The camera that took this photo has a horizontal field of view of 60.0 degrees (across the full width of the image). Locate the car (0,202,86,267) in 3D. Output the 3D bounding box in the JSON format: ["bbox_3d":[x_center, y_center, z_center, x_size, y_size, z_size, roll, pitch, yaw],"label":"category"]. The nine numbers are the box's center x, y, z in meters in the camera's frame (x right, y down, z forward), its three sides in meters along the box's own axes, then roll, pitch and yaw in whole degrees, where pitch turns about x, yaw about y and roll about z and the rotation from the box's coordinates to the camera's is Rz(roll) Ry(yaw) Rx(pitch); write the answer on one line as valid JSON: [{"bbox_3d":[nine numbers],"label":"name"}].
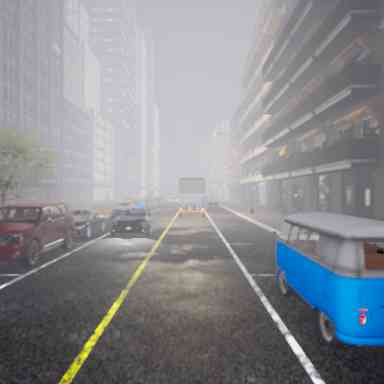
[{"bbox_3d":[-5.690,1.315,11.575,2.192,1.841,5.009,0,0,0],"label":"car"}]

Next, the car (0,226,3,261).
[{"bbox_3d":[-5.691,1.565,6.053,1.947,1.339,4.313,0,0,0],"label":"car"}]

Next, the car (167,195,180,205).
[{"bbox_3d":[-3.037,1.551,58.408,1.812,1.442,4.674,0,0,1],"label":"car"}]

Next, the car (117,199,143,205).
[{"bbox_3d":[-5.687,1.555,28.144,2.008,1.369,4.403,0,0,0],"label":"car"}]

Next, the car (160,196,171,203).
[{"bbox_3d":[-5.679,1.595,72.327,2.008,1.369,4.403,0,0,0],"label":"car"}]

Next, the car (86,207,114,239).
[{"bbox_3d":[-5.689,1.552,17.099,2.008,1.369,4.403,0,0,0],"label":"car"}]

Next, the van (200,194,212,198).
[{"bbox_3d":[2.699,1.364,55.757,1.690,1.788,3.998,0,0,0],"label":"van"}]

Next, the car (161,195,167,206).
[{"bbox_3d":[-5.682,1.463,55.759,1.967,1.590,4.097,0,0,0],"label":"car"}]

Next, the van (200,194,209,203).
[{"bbox_3d":[2.702,1.385,72.324,1.690,1.788,3.998,0,0,0],"label":"van"}]

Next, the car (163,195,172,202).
[{"bbox_3d":[-5.678,1.492,77.850,1.967,1.590,4.097,0,0,0],"label":"car"}]

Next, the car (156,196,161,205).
[{"bbox_3d":[-5.684,1.579,44.712,1.947,1.339,4.313,0,0,0],"label":"car"}]

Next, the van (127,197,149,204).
[{"bbox_3d":[-5.686,1.348,33.666,1.690,1.788,3.998,0,0,0],"label":"van"}]

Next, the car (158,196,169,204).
[{"bbox_3d":[-5.680,1.587,66.803,2.008,1.369,4.403,0,0,0],"label":"car"}]

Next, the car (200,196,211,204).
[{"bbox_3d":[2.701,1.581,66.801,1.887,1.381,4.507,0,0,0],"label":"car"}]

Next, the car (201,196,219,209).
[{"bbox_3d":[2.697,1.563,44.711,2.008,1.369,4.403,0,0,0],"label":"car"}]

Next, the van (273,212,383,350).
[{"bbox_3d":[2.689,1.340,6.051,1.690,1.788,3.998,0,0,0],"label":"van"}]

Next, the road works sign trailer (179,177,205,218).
[{"bbox_3d":[0.006,0.469,30.041,2.380,3.560,2.880,0,0,0],"label":"road works sign trailer"}]

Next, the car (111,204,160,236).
[{"bbox_3d":[-3.094,1.565,18.157,1.994,1.385,4.181,0,0,0],"label":"car"}]

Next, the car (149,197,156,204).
[{"bbox_3d":[-5.685,1.554,39.190,1.887,1.381,4.507,0,0,0],"label":"car"}]

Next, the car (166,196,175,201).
[{"bbox_3d":[-5.675,1.634,88.895,1.947,1.339,4.313,0,0,0],"label":"car"}]
